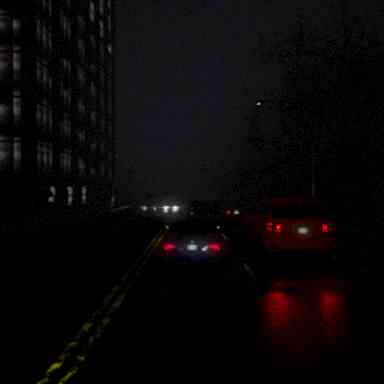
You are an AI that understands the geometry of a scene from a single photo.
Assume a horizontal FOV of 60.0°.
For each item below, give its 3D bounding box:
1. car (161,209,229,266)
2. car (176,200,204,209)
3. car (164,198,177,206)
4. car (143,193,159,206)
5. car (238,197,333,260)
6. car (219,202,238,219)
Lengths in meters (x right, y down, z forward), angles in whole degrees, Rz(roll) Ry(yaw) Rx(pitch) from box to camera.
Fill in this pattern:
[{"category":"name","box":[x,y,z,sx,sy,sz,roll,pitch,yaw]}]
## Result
[{"category":"car","box":[0.022,1.532,11.422,2.033,1.411,5.357,0,0,0]},{"category":"car","box":[0.035,1.453,28.571,2.128,1.511,4.902,0,0,0]},{"category":"car","box":[-3.306,1.531,52.966,1.895,1.301,4.718,0,0,0]},{"category":"car","box":[-6.551,1.152,53.644,2.150,2.045,5.566,0,0,1]},{"category":"car","box":[3.280,1.206,12.445,2.150,2.045,5.566,0,0,0]},{"category":"car","box":[3.267,1.512,26.447,2.033,1.411,5.357,0,0,1]}]
